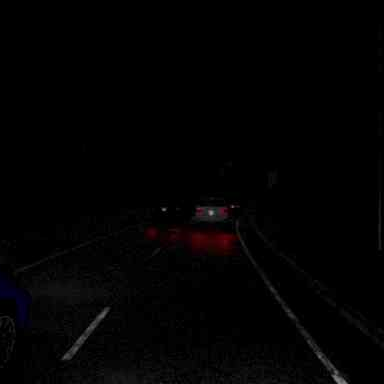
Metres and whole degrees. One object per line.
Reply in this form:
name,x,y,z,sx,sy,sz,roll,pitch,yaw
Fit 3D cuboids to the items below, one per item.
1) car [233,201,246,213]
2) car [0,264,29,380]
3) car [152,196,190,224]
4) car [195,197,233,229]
car,5.469,1.769,41.072,2.033,1.411,5.357,0,0,17
car,-3.352,1.230,2.241,2.150,2.045,5.566,0,0,1
car,-1.548,1.351,26.088,2.150,2.045,5.566,0,0,9
car,1.518,1.341,22.858,2.150,2.045,5.566,0,0,7
